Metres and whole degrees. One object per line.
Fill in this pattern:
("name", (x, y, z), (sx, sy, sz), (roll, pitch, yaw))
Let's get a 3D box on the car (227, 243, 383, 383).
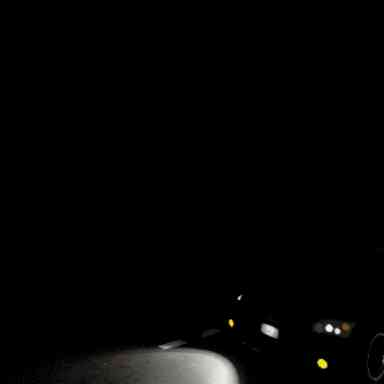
("car", (2.568, 1.580, 5.412), (4.181, 1.385, 1.994), (0, 0, -37))
